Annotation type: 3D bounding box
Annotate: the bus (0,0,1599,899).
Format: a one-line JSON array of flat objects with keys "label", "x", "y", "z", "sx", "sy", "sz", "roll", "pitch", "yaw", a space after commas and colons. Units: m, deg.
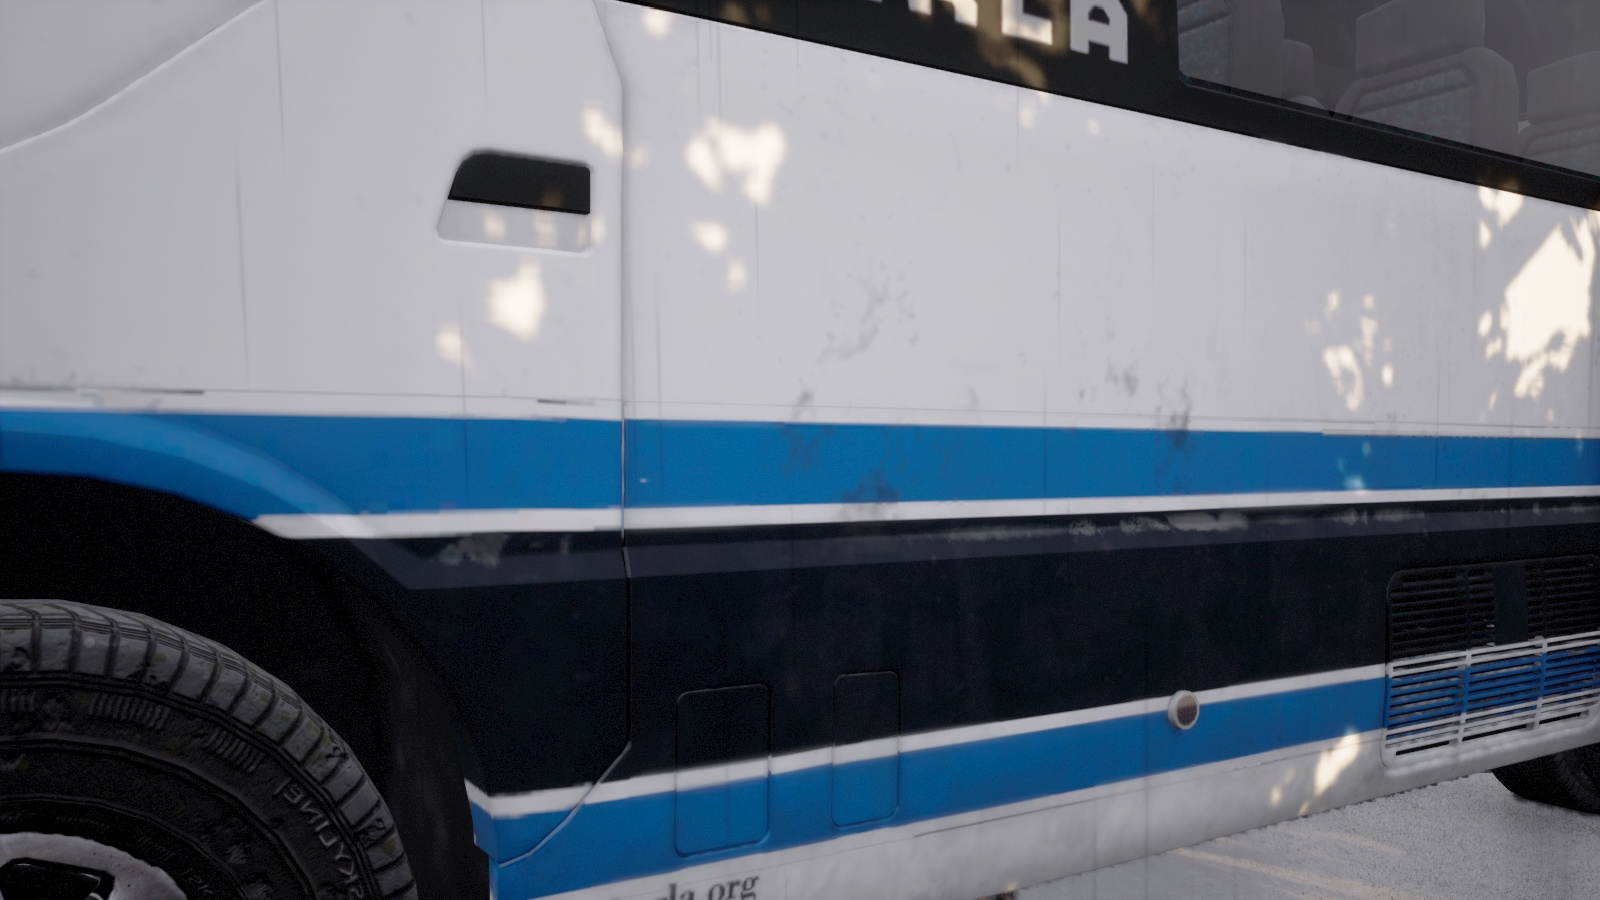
[{"label": "bus", "x": 0.588, "y": -0.621, "z": 4.639, "sx": 10.273, "sy": 4.253, "sz": 3.944, "roll": 0, "pitch": 0, "yaw": -33}]
